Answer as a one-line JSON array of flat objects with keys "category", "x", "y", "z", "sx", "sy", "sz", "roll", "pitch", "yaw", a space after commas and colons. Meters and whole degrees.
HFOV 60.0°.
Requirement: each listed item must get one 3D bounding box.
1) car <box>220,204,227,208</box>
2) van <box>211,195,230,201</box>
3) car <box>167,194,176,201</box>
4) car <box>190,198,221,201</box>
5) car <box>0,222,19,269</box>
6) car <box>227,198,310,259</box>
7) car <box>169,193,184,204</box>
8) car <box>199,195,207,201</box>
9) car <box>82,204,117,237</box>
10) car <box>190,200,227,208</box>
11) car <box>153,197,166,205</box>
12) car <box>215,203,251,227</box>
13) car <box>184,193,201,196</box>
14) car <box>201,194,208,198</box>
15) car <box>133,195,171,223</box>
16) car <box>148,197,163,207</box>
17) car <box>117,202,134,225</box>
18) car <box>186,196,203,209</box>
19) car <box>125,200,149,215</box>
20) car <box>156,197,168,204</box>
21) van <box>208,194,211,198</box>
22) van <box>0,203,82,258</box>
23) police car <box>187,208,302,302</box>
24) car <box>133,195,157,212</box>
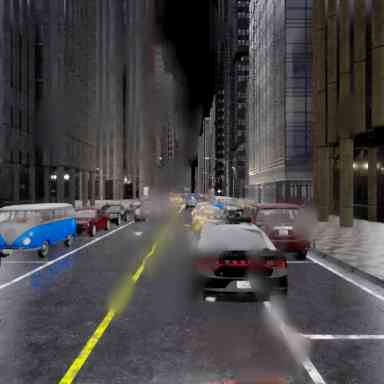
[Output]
[{"category": "car", "x": 2.805, "y": 1.566, "z": 18.113, "sx": 1.947, "sy": 1.339, "sz": 4.313, "roll": 0, "pitch": 0, "yaw": 0}, {"category": "van", "x": 2.832, "y": 1.342, "z": 29.350, "sx": 1.690, "sy": 1.788, "sz": 3.998, "roll": 0, "pitch": 0, "yaw": 0}, {"category": "car", "x": -5.545, "y": 1.344, "z": 89.918, "sx": 2.192, "sy": 1.841, "sz": 5.009, "roll": 0, "pitch": 0, "yaw": 0}, {"category": "car", "x": 0.911, "y": 1.457, "z": 24.511, "sx": 1.801, "sy": 1.575, "sz": 5.366, "roll": 0, "pitch": 0, "yaw": 0}, {"category": "car", "x": -5.748, "y": 1.566, "z": 6.880, "sx": 1.947, "sy": 1.339, "sz": 4.313, "roll": 0, "pitch": 0, "yaw": 0}, {"category": "car", "x": 2.791, "y": 1.315, "z": 12.493, "sx": 2.192, "sy": 1.841, "sz": 5.009, "roll": 0, "pitch": 0, "yaw": 0}, {"category": "car", "x": -2.849, "y": 1.363, "z": 62.753, "sx": 2.097, "sy": 1.767, "sz": 4.553, "roll": 0, "pitch": 0, "yaw": 0}, {"category": "car", "x": 2.980, "y": 1.580, "z": 89.916, "sx": 2.008, "sy": 1.369, "sz": 4.403, "roll": 0, "pitch": 0, "yaw": 0}, {"category": "car", "x": -5.721, "y": 1.545, "z": 18.117, "sx": 1.887, "sy": 1.381, "sz": 4.507, "roll": 0, "pitch": 0, "yaw": 0}, {"category": "car", "x": 0.929, "y": 1.456, "z": 18.511, "sx": 1.801, "sy": 1.575, "sz": 5.366, "roll": 0, "pitch": 0, "yaw": 0}, {"category": "car", "x": -5.624, "y": 1.591, "z": 57.445, "sx": 1.802, "sy": 1.307, "sz": 4.206, "roll": 0, "pitch": 0, "yaw": 0}, {"category": "car", "x": 2.818, "y": 1.551, "z": 23.731, "sx": 2.008, "sy": 1.369, "sz": 4.403, "roll": 0, "pitch": 0, "yaw": 0}, {"category": "car", "x": 0.148, "y": 1.232, "z": 60.969, "sx": 2.150, "sy": 2.045, "sz": 5.566, "roll": 0, "pitch": 0, "yaw": 0}, {"category": "car", "x": 2.915, "y": 1.326, "z": 63.063, "sx": 2.192, "sy": 1.841, "sz": 5.009, "roll": 0, "pitch": 0, "yaw": 0}, {"category": "car", "x": -3.038, "y": 1.353, "z": 25.263, "sx": 2.097, "sy": 1.767, "sz": 4.553, "roll": 0, "pitch": 0, "yaw": 0}, {"category": "car", "x": -5.638, "y": 1.552, "z": 51.827, "sx": 1.887, "sy": 1.381, "sz": 4.507, "roll": 0, "pitch": 0, "yaw": 0}, {"category": "car", "x": -5.707, "y": 1.566, "z": 23.735, "sx": 1.947, "sy": 1.339, "sz": 4.313, "roll": 0, "pitch": 0, "yaw": 0}, {"category": "car", "x": 0.145, "y": 1.569, "z": 45.642, "sx": 1.994, "sy": 1.385, "sz": 4.181, "roll": 0, "pitch": 0, "yaw": 0}, {"category": "car", "x": -5.679, "y": 1.584, "z": 34.972, "sx": 1.802, "sy": 1.307, "sz": 4.206, "roll": 0, "pitch": 0, "yaw": 0}, {"category": "car", "x": -5.610, "y": 1.593, "z": 63.064, "sx": 1.802, "sy": 1.307, "sz": 4.206, "roll": 0, "pitch": 0, "yaw": 0}, {"category": "van", "x": 2.846, "y": 1.343, "z": 34.969, "sx": 1.690, "sy": 1.788, "sz": 3.998, "roll": 0, "pitch": 0, "yaw": 0}, {"category": "van", "x": -5.734, "y": 1.341, "z": 12.499, "sx": 1.690, "sy": 1.788, "sz": 3.998, "roll": 0, "pitch": 0, "yaw": 0}, {"category": "police car", "x": 0.919, "y": 1.425, "z": 8.431, "sx": 1.930, "sy": 1.638, "sz": 5.238, "roll": 0, "pitch": 0, "yaw": 0}, {"category": "car", "x": -5.666, "y": 1.319, "z": 40.590, "sx": 2.192, "sy": 1.841, "sz": 5.009, "roll": 0, "pitch": 0, "yaw": 0}]
